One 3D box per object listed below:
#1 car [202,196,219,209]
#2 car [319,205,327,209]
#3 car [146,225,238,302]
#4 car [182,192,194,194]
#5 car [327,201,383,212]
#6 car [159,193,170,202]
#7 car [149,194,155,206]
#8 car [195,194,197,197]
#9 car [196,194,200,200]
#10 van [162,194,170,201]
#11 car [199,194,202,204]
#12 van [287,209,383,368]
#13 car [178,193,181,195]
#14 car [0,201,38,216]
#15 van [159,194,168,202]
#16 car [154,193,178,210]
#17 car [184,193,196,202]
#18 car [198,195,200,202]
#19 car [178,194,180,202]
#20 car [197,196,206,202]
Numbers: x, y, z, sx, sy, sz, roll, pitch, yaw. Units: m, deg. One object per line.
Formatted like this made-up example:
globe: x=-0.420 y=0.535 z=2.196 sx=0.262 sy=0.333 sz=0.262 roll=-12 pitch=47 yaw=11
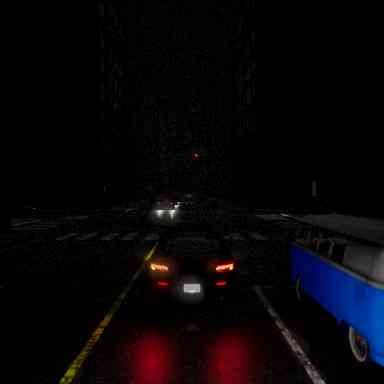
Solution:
car: x=2.655 y=1.516 z=44.822 sx=1.752 sy=1.417 sz=4.829 roll=0 pitch=0 yaw=-1
car: x=14.424 y=1.583 z=32.096 sx=4.718 sy=1.301 sz=1.895 roll=0 pitch=0 yaw=2
car: x=0.001 y=1.525 z=8.141 sx=1.812 sy=1.442 sz=4.674 roll=0 pitch=0 yaw=0
car: x=-0.734 y=1.076 z=84.209 sx=2.150 sy=2.045 sz=5.566 roll=0 pitch=0 yaw=-1
car: x=14.609 y=1.517 z=28.845 sx=4.674 sy=1.442 sz=1.812 roll=0 pitch=0 yaw=-3
car: x=-6.316 y=1.279 z=77.690 sx=2.192 sy=1.841 sz=5.009 roll=0 pitch=0 yaw=-1
car: x=-6.017 y=1.299 z=55.588 sx=2.192 sy=1.841 sz=5.009 roll=0 pitch=0 yaw=-1
car: x=2.284 y=1.521 z=72.279 sx=2.008 sy=1.369 sz=4.403 roll=0 pitch=0 yaw=-1
car: x=2.358 y=1.520 z=66.755 sx=1.887 sy=1.381 sz=4.507 roll=0 pitch=0 yaw=-1
van: x=-6.388 y=1.299 z=83.214 sx=1.690 sy=1.788 sz=3.998 roll=0 pitch=0 yaw=-1
car: x=2.582 y=1.428 z=50.177 sx=1.967 sy=1.590 sz=4.097 roll=0 pitch=0 yaw=-1
van: x=2.855 y=1.341 z=5.463 sx=1.690 sy=1.788 sz=3.998 roll=0 pitch=0 yaw=0
car: x=-3.592 y=1.520 z=73.666 sx=1.994 sy=1.385 sz=4.181 roll=0 pitch=0 yaw=-1
car: x=-17.066 y=1.523 z=31.746 sx=4.181 sy=1.385 sz=1.994 roll=0 pitch=0 yaw=-1
van: x=-6.241 y=1.312 z=72.164 sx=1.690 sy=1.788 sz=3.998 roll=0 pitch=0 yaw=-1
car: x=-3.273 y=1.344 z=42.923 sx=2.097 sy=1.767 sz=4.553 roll=0 pitch=0 yaw=-1
car: x=-0.600 y=1.561 z=74.209 sx=1.895 sy=1.301 sz=4.718 roll=0 pitch=0 yaw=-1
car: x=2.508 y=1.535 z=55.703 sx=2.008 sy=1.369 sz=4.403 roll=0 pitch=0 yaw=-1
car: x=-3.467 y=1.488 z=58.565 sx=1.837 sy=1.490 sz=4.892 roll=0 pitch=0 yaw=-1
car: x=2.209 y=1.546 z=77.805 sx=1.802 sy=1.307 sz=4.206 roll=0 pitch=0 yaw=-1
